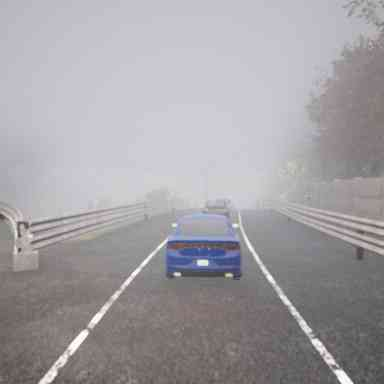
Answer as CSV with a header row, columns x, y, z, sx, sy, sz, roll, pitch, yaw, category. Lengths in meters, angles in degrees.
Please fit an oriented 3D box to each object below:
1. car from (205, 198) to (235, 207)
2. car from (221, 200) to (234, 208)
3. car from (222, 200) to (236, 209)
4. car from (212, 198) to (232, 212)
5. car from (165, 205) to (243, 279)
x,y,z,sx,sy,sz,roll,pitch,yaw,category
1.702,1.288,22.854,2.128,1.511,4.902,0,1,7,car
5.753,1.995,53.842,1.895,1.301,4.718,0,-3,8,car
6.757,2.243,60.411,2.128,1.511,4.902,0,-3,10,car
3.558,1.411,38.016,2.033,1.411,5.357,0,-1,8,car
0.375,1.388,9.848,1.882,1.535,5.008,0,1,3,car
